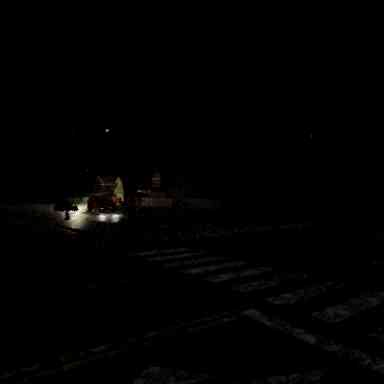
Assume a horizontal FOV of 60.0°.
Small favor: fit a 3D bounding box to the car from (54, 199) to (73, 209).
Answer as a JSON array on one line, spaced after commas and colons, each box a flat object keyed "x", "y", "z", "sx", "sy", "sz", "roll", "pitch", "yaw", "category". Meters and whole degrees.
[{"x": -21.116, "y": 1.931, "z": 54.711, "sx": 1.812, "sy": 1.442, "sz": 4.674, "roll": 0, "pitch": 0, "yaw": -36, "category": "car"}]

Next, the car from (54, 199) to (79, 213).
[{"x": -15.835, "y": 1.834, "z": 41.713, "sx": 2.033, "sy": 1.411, "sz": 5.357, "roll": 0, "pitch": 0, "yaw": -36, "category": "car"}]

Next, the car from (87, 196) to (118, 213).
[{"x": -11.046, "y": 1.475, "z": 40.641, "sx": 2.150, "sy": 2.045, "sz": 5.566, "roll": 0, "pitch": 0, "yaw": -36, "category": "car"}]
